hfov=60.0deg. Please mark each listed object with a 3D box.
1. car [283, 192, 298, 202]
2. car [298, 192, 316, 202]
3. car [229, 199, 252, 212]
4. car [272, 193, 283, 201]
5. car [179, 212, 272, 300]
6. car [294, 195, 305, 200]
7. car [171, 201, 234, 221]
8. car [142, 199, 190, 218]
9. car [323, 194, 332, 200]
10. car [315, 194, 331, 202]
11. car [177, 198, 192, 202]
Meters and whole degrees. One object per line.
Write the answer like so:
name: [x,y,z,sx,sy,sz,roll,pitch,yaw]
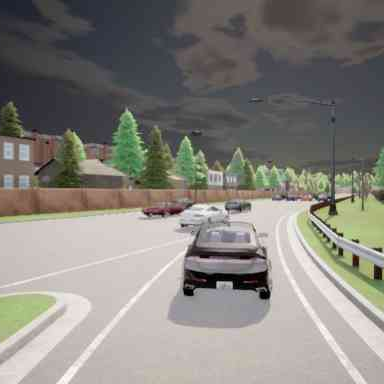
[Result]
car: [23.875,1.466,79.835,1.882,1.535,5.008,0,0,28]
car: [27.147,1.344,78.534,2.097,1.767,4.553,0,0,28]
car: [5.210,1.486,37.025,2.128,1.511,4.902,0,0,28]
car: [20.980,1.512,81.845,1.812,1.442,4.674,0,0,28]
car: [0.925,1.490,8.482,2.128,1.511,4.902,0,0,8]
car: [28.777,1.454,89.063,1.895,1.301,4.718,0,0,28]
car: [0.827,1.523,21.315,1.812,1.442,4.674,0,0,28]
car: [-2.412,1.597,30.140,1.895,1.301,4.718,0,0,28]
car: [34.945,1.359,85.753,1.837,1.490,4.892,0,0,28]
car: [30.266,1.584,76.945,1.895,1.301,4.718,0,0,28]
car: [-0.974,1.486,40.306,2.128,1.511,4.902,0,0,28]
